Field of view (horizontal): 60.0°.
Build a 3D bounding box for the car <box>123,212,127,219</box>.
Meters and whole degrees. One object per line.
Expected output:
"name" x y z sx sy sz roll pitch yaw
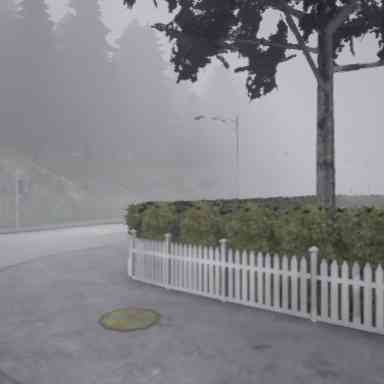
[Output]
"car" -2.960 1.671 25.250 1.895 1.301 4.718 0 0 36
